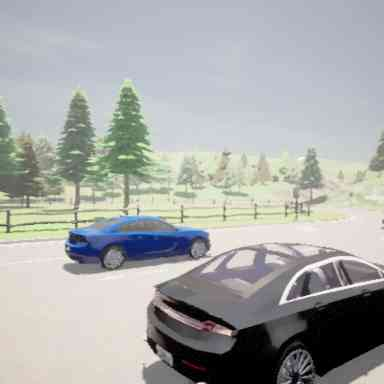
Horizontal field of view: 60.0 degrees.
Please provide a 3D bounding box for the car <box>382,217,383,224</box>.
[{"bbox_3d":[15.369,1.800,23.287,5.357,1.411,2.033,1,0,-35],"label":"car"}]

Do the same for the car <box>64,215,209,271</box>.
[{"bbox_3d":[-1.628,1.527,11.179,5.008,1.535,1.882,1,0,-35],"label":"car"}]

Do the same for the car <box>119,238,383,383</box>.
[{"bbox_3d":[1.680,1.532,4.941,4.902,1.511,2.128,1,0,-35],"label":"car"}]
